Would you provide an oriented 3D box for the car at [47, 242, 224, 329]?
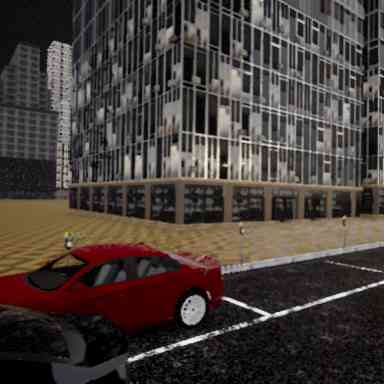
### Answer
[{"bbox_3d":[-1.503,1.565,5.477,4.507,1.381,1.887,1,0,-35],"label":"car"}]

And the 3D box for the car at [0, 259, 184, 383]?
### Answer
[{"bbox_3d":[-2.601,1.489,1.523,4.892,1.490,1.837,1,0,-35],"label":"car"}]
